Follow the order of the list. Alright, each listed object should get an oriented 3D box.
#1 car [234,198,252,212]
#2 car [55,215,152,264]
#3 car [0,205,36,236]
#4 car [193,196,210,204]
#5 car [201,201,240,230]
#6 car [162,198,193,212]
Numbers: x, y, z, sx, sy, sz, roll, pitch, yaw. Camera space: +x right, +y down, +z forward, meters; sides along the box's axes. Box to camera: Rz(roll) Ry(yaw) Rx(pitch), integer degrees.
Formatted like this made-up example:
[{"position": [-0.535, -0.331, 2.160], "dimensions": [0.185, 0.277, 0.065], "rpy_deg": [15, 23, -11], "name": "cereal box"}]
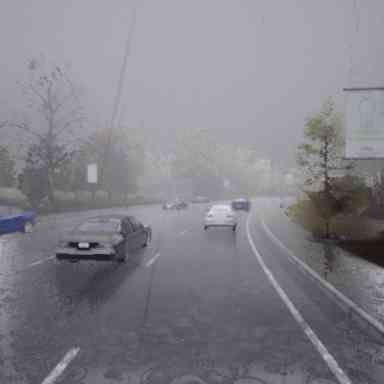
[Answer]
[{"position": [5.756, 1.429, 38.380], "dimensions": [1.882, 1.535, 5.008], "rpy_deg": [0, 0, 16], "name": "car"}, {"position": [-2.791, 1.517, 11.739], "dimensions": [2.033, 1.411, 5.357], "rpy_deg": [0, 0, 5], "name": "car"}, {"position": [-9.566, 1.414, 15.909], "dimensions": [1.882, 1.535, 5.008], "rpy_deg": [0, 0, 7], "name": "car"}, {"position": [1.587, 1.429, 58.593], "dimensions": [2.033, 1.411, 5.357], "rpy_deg": [0, 0, 23], "name": "car"}, {"position": [1.861, 1.495, 20.737], "dimensions": [1.812, 1.442, 4.674], "rpy_deg": [0, 0, 8], "name": "car"}, {"position": [-1.854, 1.409, 37.810], "dimensions": [2.128, 1.511, 4.902], "rpy_deg": [0, 0, 15], "name": "car"}]
